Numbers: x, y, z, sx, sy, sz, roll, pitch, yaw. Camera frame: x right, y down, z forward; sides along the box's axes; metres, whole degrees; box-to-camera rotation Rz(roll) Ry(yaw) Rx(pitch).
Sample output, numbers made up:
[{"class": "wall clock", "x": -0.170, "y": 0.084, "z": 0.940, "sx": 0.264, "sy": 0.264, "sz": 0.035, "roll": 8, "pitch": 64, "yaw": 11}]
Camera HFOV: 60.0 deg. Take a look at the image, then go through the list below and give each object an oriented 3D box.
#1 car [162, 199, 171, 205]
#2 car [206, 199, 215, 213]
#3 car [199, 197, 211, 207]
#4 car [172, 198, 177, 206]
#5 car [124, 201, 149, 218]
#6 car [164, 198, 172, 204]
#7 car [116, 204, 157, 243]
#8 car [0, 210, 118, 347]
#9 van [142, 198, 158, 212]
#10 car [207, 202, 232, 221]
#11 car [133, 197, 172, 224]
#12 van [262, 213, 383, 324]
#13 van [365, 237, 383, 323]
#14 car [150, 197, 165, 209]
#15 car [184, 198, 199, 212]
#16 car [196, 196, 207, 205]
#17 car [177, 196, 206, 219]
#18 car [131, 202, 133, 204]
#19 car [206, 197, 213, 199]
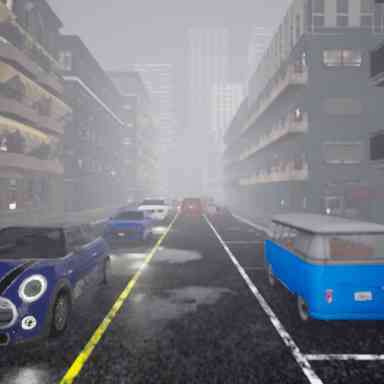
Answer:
[{"class": "car", "x": -6.019, "y": 2.298, "z": 79.848, "sx": 1.802, "sy": 1.307, "sz": 4.206, "roll": -1, "pitch": -1, "yaw": 0}, {"class": "car", "x": 2.519, "y": 1.885, "z": 40.812, "sx": 1.752, "sy": 1.417, "sz": 4.829, "roll": -1, "pitch": -1, "yaw": 0}, {"class": "car", "x": 2.425, "y": 1.872, "z": 63.051, "sx": 2.192, "sy": 1.841, "sz": 5.009, "roll": -1, "pitch": -1, "yaw": 0}, {"class": "car", "x": -3.280, "y": 2.074, "z": 64.300, "sx": 1.837, "sy": 1.490, "sz": 4.892, "roll": 0, "pitch": 0, "yaw": 0}, {"class": "car", "x": -5.805, "y": 1.757, "z": 35.035, "sx": 1.967, "sy": 1.590, "sz": 4.097, "roll": -1, "pitch": -1, "yaw": 0}, {"class": "car", "x": -6.042, "y": 2.349, "z": 85.450, "sx": 1.802, "sy": 1.307, "sz": 4.206, "roll": -1, "pitch": -1, "yaw": 0}, {"class": "car", "x": -3.157, "y": 1.635, "z": 17.344, "sx": 1.882, "sy": 1.535, "sz": 5.008, "roll": 0, "pitch": -1, "yaw": 0}, {"class": "car", "x": -3.121, "y": 1.415, "z": 6.732, "sx": 2.097, "sy": 1.767, "sz": 4.553, "roll": 0, "pitch": 0, "yaw": 0}, {"class": "van", "x": -5.853, "y": 1.757, "z": 46.240, "sx": 1.690, "sy": 1.788, "sz": 3.998, "roll": -1, "pitch": -1, "yaw": 0}, {"class": "car", "x": 2.567, "y": 1.841, "z": 29.438, "sx": 1.802, "sy": 1.307, "sz": 4.206, "roll": -1, "pitch": -1, "yaw": 0}, {"class": "car", "x": -3.159, "y": 1.472, "z": 27.850, "sx": 2.150, "sy": 2.045, "sz": 5.566, "roll": 0, "pitch": -1, "yaw": 0}, {"class": "van", "x": 2.655, "y": 1.402, "z": 7.032, "sx": 1.690, "sy": 1.788, "sz": 3.998, "roll": -1, "pitch": -1, "yaw": 0}, {"class": "van", "x": 2.677, "y": 1.352, "z": 1.430, "sx": 1.690, "sy": 1.788, "sz": 3.998, "roll": -1, "pitch": -1, "yaw": 0}, {"class": "car", "x": -5.922, "y": 1.831, "z": 57.443, "sx": 2.192, "sy": 1.841, "sz": 5.009, "roll": -1, "pitch": -1, "yaw": 0}, {"class": "car", "x": -0.088, "y": 1.767, "z": 46.856, "sx": 2.097, "sy": 1.767, "sz": 4.553, "roll": 0, "pitch": -1, "yaw": 0}, {"class": "car", "x": 2.098, "y": 1.875, "z": 73.916, "sx": 2.150, "sy": 2.045, "sz": 5.566, "roll": 0, "pitch": -1, "yaw": 0}, {"class": "car", "x": -0.030, "y": 1.512, "z": 32.630, "sx": 2.150, "sy": 2.045, "sz": 5.566, "roll": 0, "pitch": 0, "yaw": 0}, {"class": "car", "x": -5.781, "y": 1.849, "z": 29.432, "sx": 1.802, "sy": 1.307, "sz": 4.206, "roll": -1, "pitch": -1, "yaw": 0}, {"class": "car", "x": 2.471, "y": 1.773, "z": 51.847, "sx": 2.192, "sy": 1.841, "sz": 5.009, "roll": -1, "pitch": -1, "yaw": 0}]
